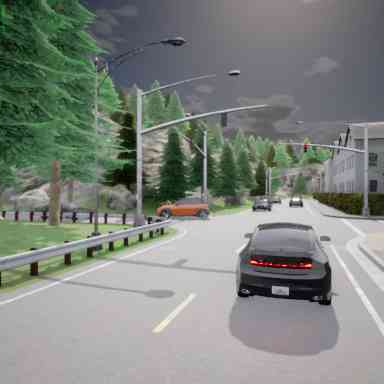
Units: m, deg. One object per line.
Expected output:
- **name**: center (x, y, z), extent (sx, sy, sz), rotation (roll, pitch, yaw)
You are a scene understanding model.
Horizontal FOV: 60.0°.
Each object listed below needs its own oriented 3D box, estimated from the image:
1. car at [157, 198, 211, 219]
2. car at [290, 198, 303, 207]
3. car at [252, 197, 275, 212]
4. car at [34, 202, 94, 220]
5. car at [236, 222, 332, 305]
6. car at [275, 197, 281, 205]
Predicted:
- **car**: center (-0.692, 1.360, 28.438), extent (4.553, 1.767, 2.097), rotation (0, 0, 1)
- **car**: center (16.493, 1.563, 52.642), extent (1.994, 1.385, 4.181), rotation (0, 0, 18)
- **car**: center (8.257, 1.563, 39.033), extent (1.994, 1.385, 4.181), rotation (0, 0, 18)
- **car**: center (-10.619, 1.562, 27.707), extent (5.357, 1.411, 2.033), rotation (0, 0, 19)
- **car**: center (2.299, 1.505, 8.222), extent (1.837, 1.490, 4.892), rotation (0, 0, 18)
- **car**: center (15.126, 1.564, 60.293), extent (1.994, 1.385, 4.181), rotation (0, 0, 18)
